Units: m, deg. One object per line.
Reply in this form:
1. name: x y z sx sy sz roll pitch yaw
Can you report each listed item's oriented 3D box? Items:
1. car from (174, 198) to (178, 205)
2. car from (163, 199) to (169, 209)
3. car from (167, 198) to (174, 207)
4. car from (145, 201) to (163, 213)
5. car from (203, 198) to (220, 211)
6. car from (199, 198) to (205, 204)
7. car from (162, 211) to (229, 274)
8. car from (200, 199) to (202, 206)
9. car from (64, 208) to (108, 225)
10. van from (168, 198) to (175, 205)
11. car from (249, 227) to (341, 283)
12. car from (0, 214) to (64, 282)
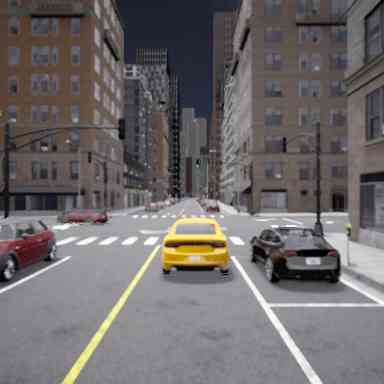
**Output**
1. car: -5.547 2.472 84.867 2.192 1.841 5.009 0 -1 0
2. car: -5.601 2.299 57.823 2.008 1.369 4.403 0 -1 0
3. car: -5.568 2.510 73.878 1.752 1.417 4.829 0 -1 0
4. car: -5.624 2.181 47.007 1.802 1.307 4.206 0 -1 0
5. car: 2.901 2.039 46.994 1.967 1.590 4.097 0 -1 0
6. car: 2.945 2.345 68.627 1.967 1.590 4.097 0 -1 0
7. car: 0.160 1.613 11.105 1.882 1.535 5.008 0 -1 2
8. car: 2.924 2.299 57.809 2.008 1.369 4.403 0 -1 0
9. car: -9.238 2.034 28.057 4.181 1.385 1.994 -1 -1 18
10. van: -5.536 2.586 90.274 1.690 1.788 3.998 0 -1 0
11. car: 2.858 1.687 9.905 1.947 1.339 4.313 0 -1 0
12. car: -5.668 1.561 9.909 1.967 1.590 4.097 0 -1 0
